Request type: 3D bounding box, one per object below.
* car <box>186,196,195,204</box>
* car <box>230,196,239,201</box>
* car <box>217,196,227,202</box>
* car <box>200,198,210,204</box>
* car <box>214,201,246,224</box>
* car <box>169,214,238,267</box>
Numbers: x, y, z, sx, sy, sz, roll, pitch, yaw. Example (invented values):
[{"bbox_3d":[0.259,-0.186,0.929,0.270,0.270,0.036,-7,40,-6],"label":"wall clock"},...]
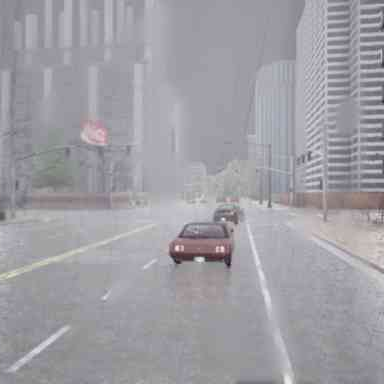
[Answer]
[{"bbox_3d":[-0.299,2.227,80.675,2.128,1.511,4.902,0,-1,8],"label":"car"},{"bbox_3d":[11.065,1.982,86.014,2.150,2.045,5.566,0,-1,8],"label":"car"},{"bbox_3d":[7.600,1.981,86.506,2.150,2.045,5.566,0,-1,8],"label":"car"},{"bbox_3d":[3.167,2.228,80.183,1.812,1.442,4.674,0,-1,8],"label":"car"},{"bbox_3d":[3.089,1.748,26.893,1.837,1.490,4.892,-1,0,19],"label":"car"},{"bbox_3d":[0.559,1.709,11.927,1.895,1.301,4.718,0,0,9],"label":"car"}]
